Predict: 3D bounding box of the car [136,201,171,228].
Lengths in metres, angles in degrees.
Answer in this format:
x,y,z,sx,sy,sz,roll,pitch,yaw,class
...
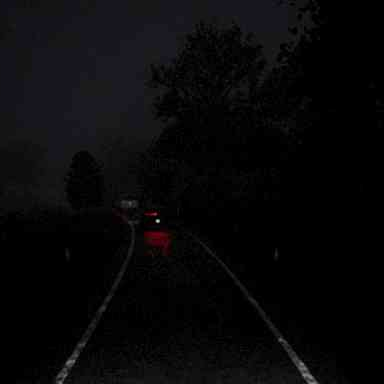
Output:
x,y,z,sx,sy,sz,roll,pitch,yaw,class
-2.553,1.534,22.408,1.837,1.490,4.892,0,-1,-12,car

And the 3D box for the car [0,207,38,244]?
x,y,z,sx,sy,sz,roll,pitch,yaw,class
-10.205,1.779,17.543,2.097,1.535,5.008,0,-1,-7,car

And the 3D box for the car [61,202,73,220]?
x,y,z,sx,sy,sz,roll,pitch,yaw,class
-12.277,1.867,29.397,2.097,1.535,5.008,0,-1,-12,car

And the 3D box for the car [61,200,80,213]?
x,y,z,sx,sy,sz,roll,pitch,yaw,class
-16.585,1.935,45.597,2.097,1.535,5.008,-2,0,-16,car

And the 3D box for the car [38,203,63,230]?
x,y,z,sx,sy,sz,roll,pitch,yaw,class
-11.161,1.818,23.798,2.231,1.521,4.892,0,-1,-9,car

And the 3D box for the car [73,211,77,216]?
x,y,z,sx,sy,sz,roll,pitch,yaw,class
-13.691,1.939,35.468,2.002,1.452,4.674,0,0,-14,car

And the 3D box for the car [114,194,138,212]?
x,y,z,sx,sy,sz,roll,pitch,yaw,class
-7.935,1.318,39.961,2.150,2.045,5.566,-1,0,-21,car
